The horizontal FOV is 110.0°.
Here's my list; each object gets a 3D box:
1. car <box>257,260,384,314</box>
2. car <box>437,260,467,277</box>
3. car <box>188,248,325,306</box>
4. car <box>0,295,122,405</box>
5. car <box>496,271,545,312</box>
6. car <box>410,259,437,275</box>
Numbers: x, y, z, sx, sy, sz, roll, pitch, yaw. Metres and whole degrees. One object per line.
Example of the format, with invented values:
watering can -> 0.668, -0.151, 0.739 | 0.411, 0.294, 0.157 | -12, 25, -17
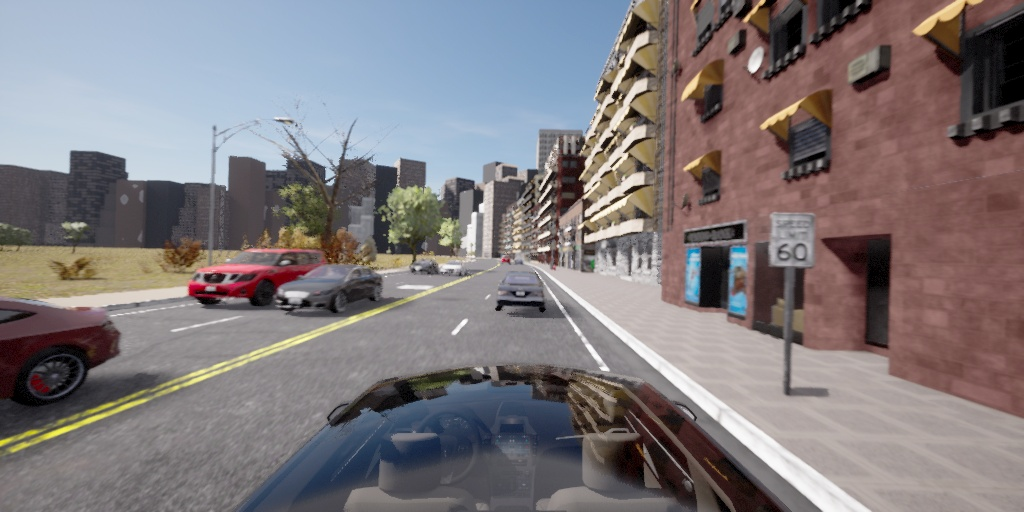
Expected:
car -> -6.282, 1.064, 12.992 | 2.128, 1.511, 4.902 | 2, 0, 2
car -> -5.436, 1.134, 34.076 | 1.812, 1.442, 4.674 | 2, 0, 3
car -> -9.482, 0.703, 14.181 | 2.150, 2.045, 5.566 | 2, 0, 2
car -> -6.613, 1.083, 3.230 | 1.812, 1.442, 4.674 | 2, 0, 3
car -> 0.378, 1.316, 14.575 | 2.033, 1.411, 5.357 | 2, 0, 2
car -> -8.610, 1.009, 35.742 | 2.128, 1.511, 4.902 | 2, 0, 3
